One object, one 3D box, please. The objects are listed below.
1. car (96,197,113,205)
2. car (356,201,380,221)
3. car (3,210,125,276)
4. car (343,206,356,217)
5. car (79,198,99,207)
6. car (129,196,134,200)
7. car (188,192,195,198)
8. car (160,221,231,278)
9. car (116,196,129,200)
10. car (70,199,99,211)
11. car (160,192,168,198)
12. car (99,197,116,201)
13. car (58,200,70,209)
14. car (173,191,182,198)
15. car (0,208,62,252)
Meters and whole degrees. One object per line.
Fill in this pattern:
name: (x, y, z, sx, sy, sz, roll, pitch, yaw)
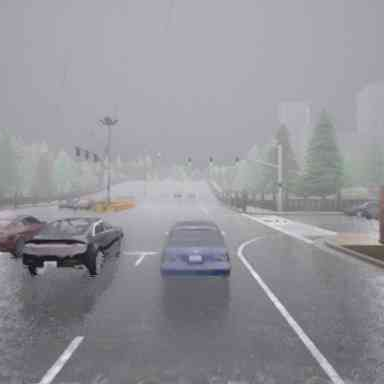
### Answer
car: (-17.567, 1.736, 67.251, 2.128, 1.511, 4.902, 0, 1, 0)
car: (16.572, 1.695, 27.936, 4.181, 1.385, 1.994, 0, 0, 0)
car: (-3.411, 1.540, 10.450, 2.128, 1.511, 4.902, 0, 0, 0)
car: (16.869, 1.652, 31.438, 4.892, 1.490, 1.837, 0, 0, 0)
car: (-17.581, 1.828, 56.925, 1.994, 1.385, 4.181, 0, 0, 1)
car: (-14.106, 1.509, 74.225, 2.033, 1.411, 5.357, 0, 2, 0)
car: (-0.174, 0.703, 86.269, 1.895, 1.301, 4.718, 0, 6, 0)
car: (0.090, 1.596, 10.244, 2.033, 1.411, 5.357, 0, 0, 0)
car: (-14.059, 1.623, 63.580, 2.097, 1.767, 4.553, 0, 1, 0)
car: (-14.053, 1.729, 43.676, 1.812, 1.442, 4.674, 0, 0, -2)
car: (-7.174, 0.698, 86.284, 1.895, 1.301, 4.718, 0, 6, 0)
car: (-14.096, 1.724, 53.010, 1.882, 1.535, 5.008, 0, 0, 0)
car: (-17.602, 1.824, 48.110, 1.895, 1.301, 4.718, 0, 0, 0)
car: (-3.674, 0.464, 86.249, 2.097, 1.767, 4.553, 0, 6, 0)
car: (-6.907, 1.586, 12.982, 1.812, 1.442, 4.674, 0, 0, 0)
